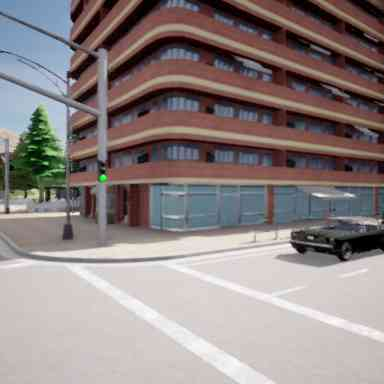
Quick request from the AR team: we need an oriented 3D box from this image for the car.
[{"bbox_3d":[5.759,1.610,12.402,4.718,1.301,1.895,0,0,-35],"label":"car"}]
